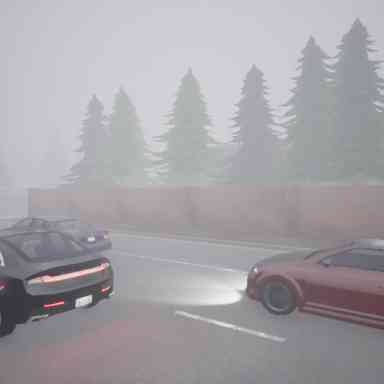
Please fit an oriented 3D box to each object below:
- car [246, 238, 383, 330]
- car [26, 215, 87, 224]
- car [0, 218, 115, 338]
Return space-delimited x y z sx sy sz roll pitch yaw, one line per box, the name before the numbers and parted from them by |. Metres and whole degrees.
car | 3.122 1.564 6.054 4.181 1.385 1.994 0 0 36
car | -5.246 1.547 12.066 5.357 1.411 2.033 0 0 36
car | -3.656 1.491 6.617 4.902 1.511 2.128 0 0 36
